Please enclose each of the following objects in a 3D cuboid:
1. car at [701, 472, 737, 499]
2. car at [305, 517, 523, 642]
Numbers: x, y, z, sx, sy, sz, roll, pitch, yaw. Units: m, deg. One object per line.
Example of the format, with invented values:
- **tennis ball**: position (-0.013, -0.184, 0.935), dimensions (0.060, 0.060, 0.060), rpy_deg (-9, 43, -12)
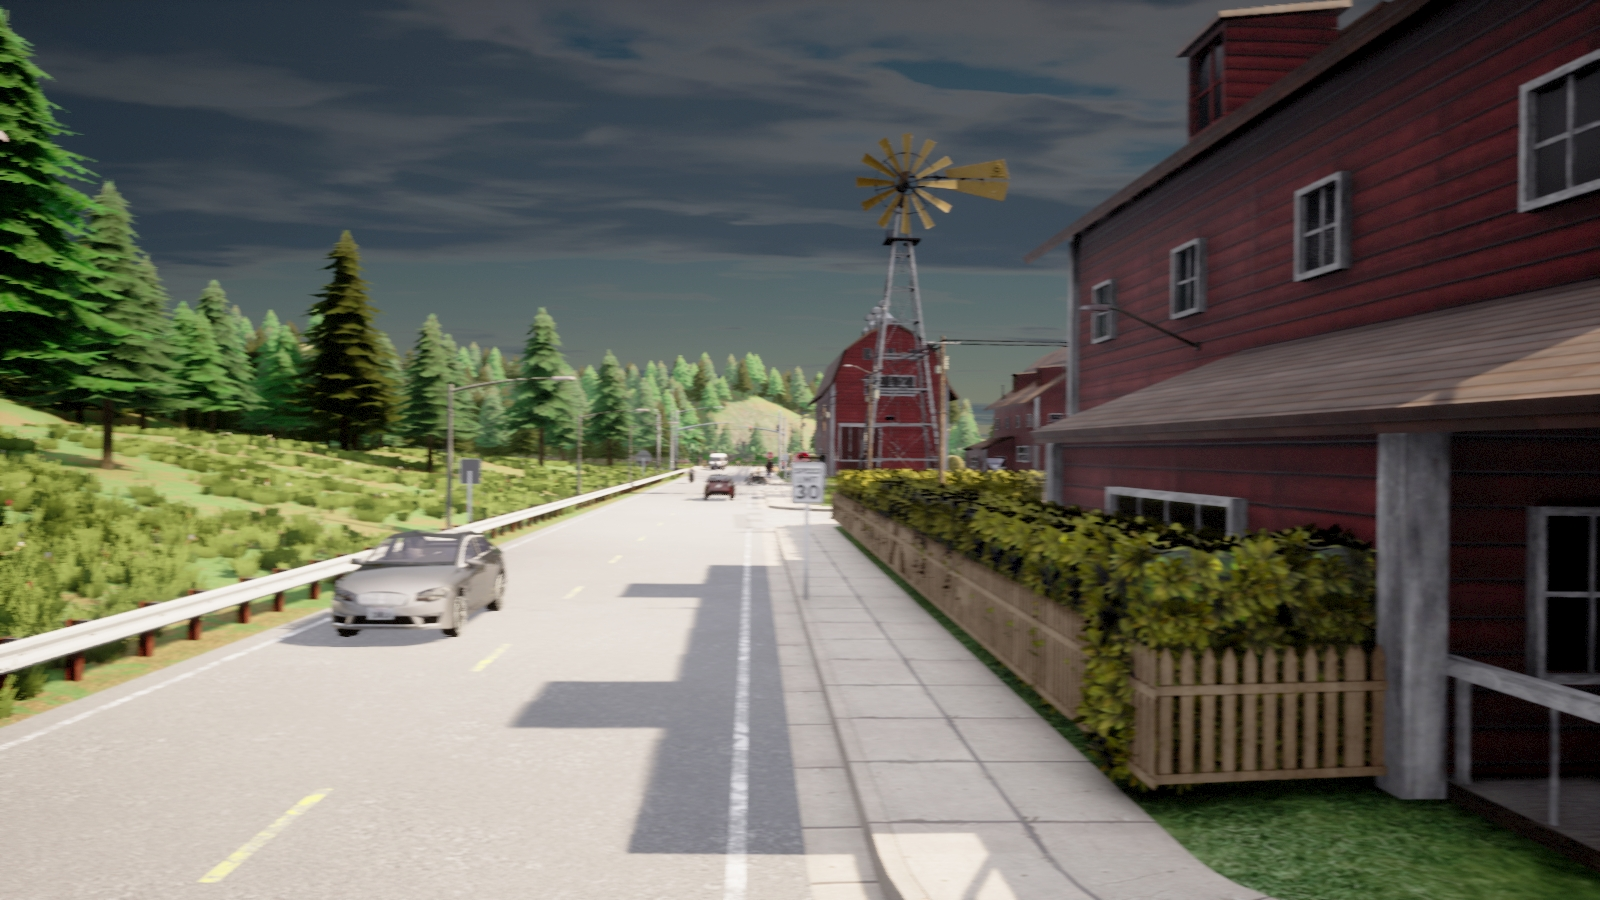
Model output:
- **car**: position (-4.882, 2.147, 69.555), dimensions (2.007, 1.525, 4.514), rpy_deg (1, 0, -2)
- **car**: position (-6.182, 2.026, 19.000), dimensions (2.128, 1.511, 4.902), rpy_deg (1, 0, -3)
